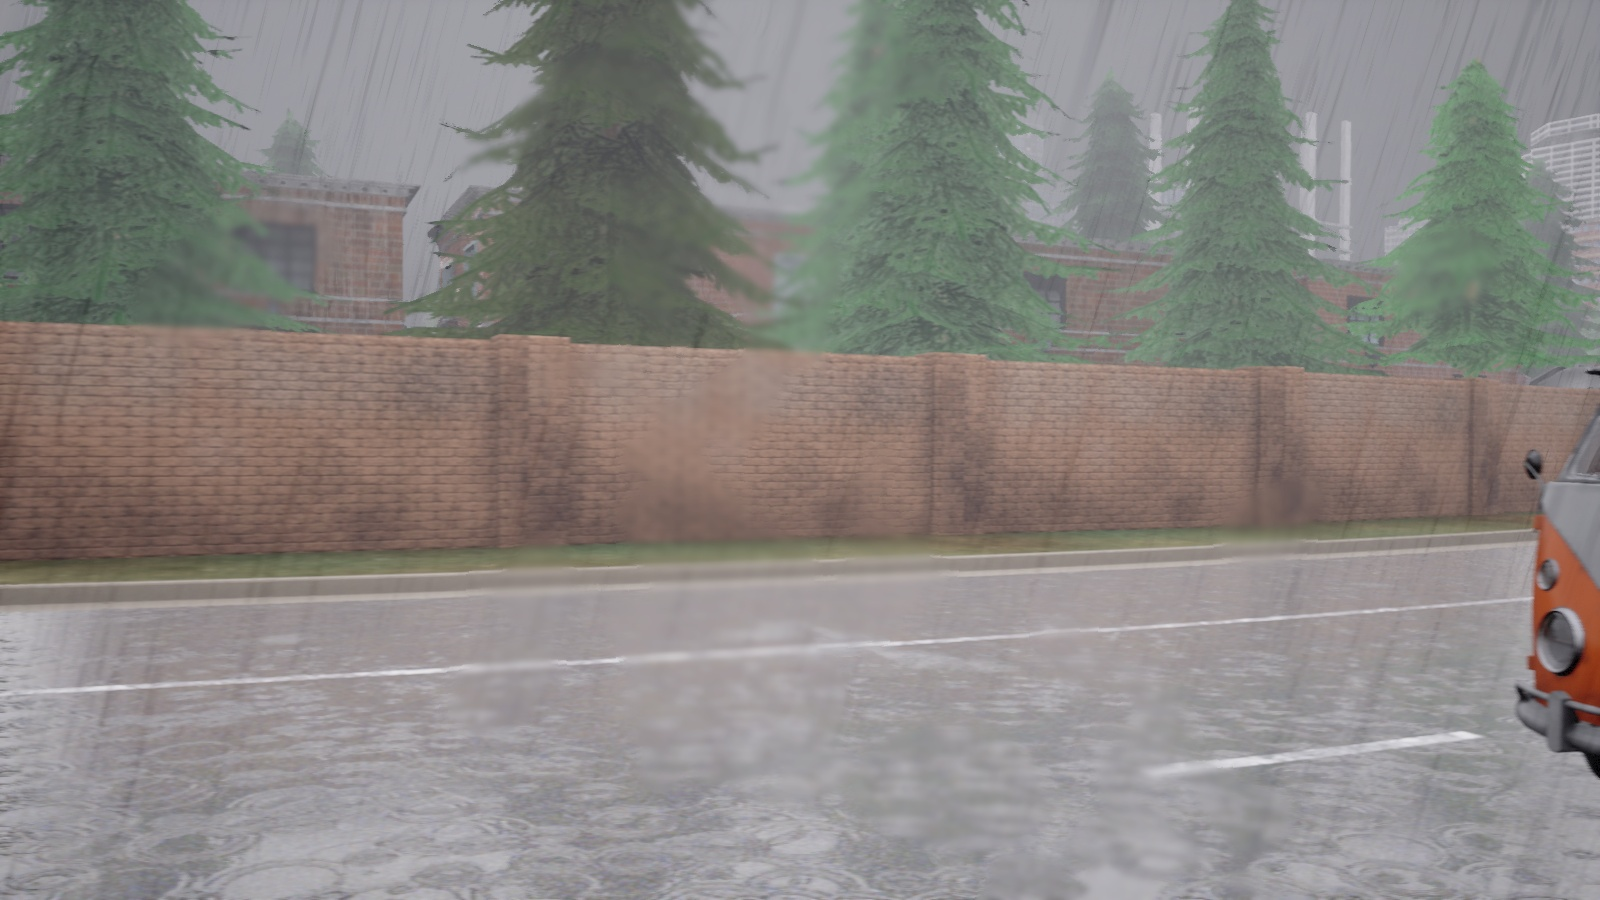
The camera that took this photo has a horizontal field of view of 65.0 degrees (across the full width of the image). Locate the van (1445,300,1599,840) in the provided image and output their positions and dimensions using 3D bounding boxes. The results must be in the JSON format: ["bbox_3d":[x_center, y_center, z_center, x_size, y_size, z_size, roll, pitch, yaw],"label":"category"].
[{"bbox_3d":[5.060,0.412,5.313,4.442,1.987,1.775,-1,1,-25],"label":"van"}]
